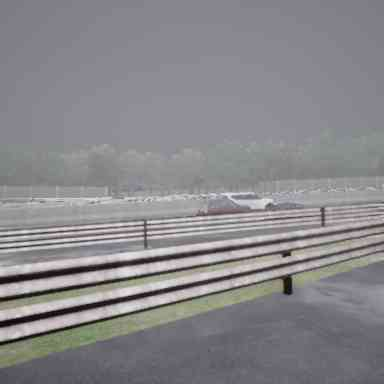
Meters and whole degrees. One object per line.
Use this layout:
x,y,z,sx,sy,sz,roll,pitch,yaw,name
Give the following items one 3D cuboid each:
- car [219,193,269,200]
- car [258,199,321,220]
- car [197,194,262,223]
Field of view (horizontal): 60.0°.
4.976,1.053,30.593,5.566,2.045,2.150,-3,1,-20,car
7.316,1.439,23.997,4.181,1.385,1.994,-3,1,-20,car
2.702,1.369,26.059,4.553,1.767,2.097,-3,1,-20,car
